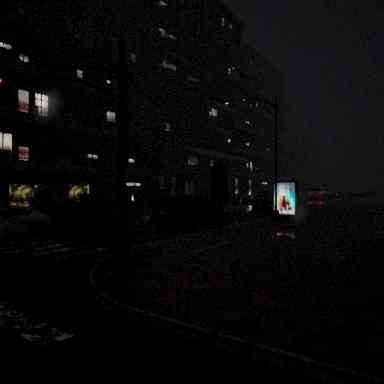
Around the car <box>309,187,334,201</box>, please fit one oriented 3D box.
[{"bbox_3d":[18.906,0.232,49.245,2.150,2.045,5.566,0,1,35],"label":"car"}]

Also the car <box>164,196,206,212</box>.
[{"bbox_3d":[-0.584,1.069,31.529,1.802,1.307,4.206,2,2,35],"label":"car"}]

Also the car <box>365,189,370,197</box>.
[{"bbox_3d":[31.809,0.097,63.084,1.967,1.590,4.097,1,2,35],"label":"car"}]

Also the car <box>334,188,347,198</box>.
[{"bbox_3d":[25.090,0.405,58.053,1.895,1.301,4.718,0,1,35],"label":"car"}]

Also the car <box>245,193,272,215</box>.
[{"bbox_3d":[6.311,1.069,26.766,1.947,1.339,4.313,1,2,35],"label":"car"}]

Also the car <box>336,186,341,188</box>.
[{"bbox_3d":[34.467,-0.240,81.456,1.967,1.590,4.097,2,2,35],"label":"car"}]

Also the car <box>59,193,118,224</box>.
[{"bbox_3d":[-6.955,1.009,22.444,2.192,1.841,5.009,1,2,35],"label":"car"}]

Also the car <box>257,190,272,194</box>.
[{"bbox_3d":[8.754,0.608,40.314,2.097,1.767,4.553,0,1,35],"label":"car"}]

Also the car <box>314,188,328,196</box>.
[{"bbox_3d":[28.094,-0.025,72.377,1.967,1.590,4.097,2,2,35],"label":"car"}]

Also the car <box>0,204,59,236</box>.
[{"bbox_3d":[-8.569,1.360,14.760,1.812,1.442,4.674,0,1,28],"label":"car"}]

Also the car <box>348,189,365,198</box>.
[{"bbox_3d":[28.621,0.308,58.547,1.887,1.381,4.507,1,2,35],"label":"car"}]

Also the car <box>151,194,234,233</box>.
[{"bbox_3d":[-0.062,1.025,17.680,2.192,1.841,5.009,1,2,35],"label":"car"}]

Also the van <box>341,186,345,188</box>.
[{"bbox_3d":[37.654,-0.447,85.992,1.690,1.788,3.998,2,2,35],"label":"van"}]

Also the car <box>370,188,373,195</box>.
[{"bbox_3d":[34.995,0.095,67.627,1.887,1.381,4.507,1,2,35],"label":"car"}]

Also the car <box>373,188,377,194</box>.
[{"bbox_3d":[38.183,-0.012,72.167,1.887,1.381,4.507,1,2,35],"label":"car"}]

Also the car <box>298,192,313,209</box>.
[{"bbox_3d":[9.498,0.964,31.307,1.947,1.339,4.313,1,2,35],"label":"car"}]

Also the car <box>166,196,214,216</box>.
[{"bbox_3d":[-0.093,1.109,27.743,1.994,1.385,4.181,0,1,35],"label":"car"}]

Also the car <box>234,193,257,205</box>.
[{"bbox_3d":[5.789,0.828,40.607,2.008,1.369,4.403,2,2,35],"label":"car"}]

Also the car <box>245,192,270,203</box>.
[{"bbox_3d":[8.974,0.754,45.146,1.802,1.307,4.206,2,2,35],"label":"car"}]
